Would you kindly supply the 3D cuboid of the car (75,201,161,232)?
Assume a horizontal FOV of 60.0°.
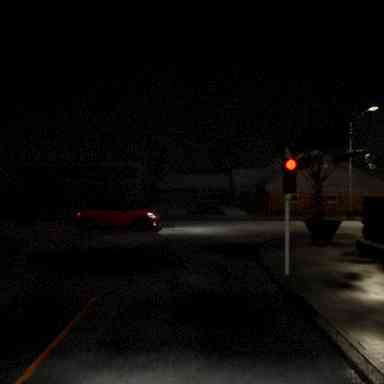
[{"bbox_3d":[-4.078,1.273,18.823,4.553,1.767,2.097,0,0,0],"label":"car"}]
